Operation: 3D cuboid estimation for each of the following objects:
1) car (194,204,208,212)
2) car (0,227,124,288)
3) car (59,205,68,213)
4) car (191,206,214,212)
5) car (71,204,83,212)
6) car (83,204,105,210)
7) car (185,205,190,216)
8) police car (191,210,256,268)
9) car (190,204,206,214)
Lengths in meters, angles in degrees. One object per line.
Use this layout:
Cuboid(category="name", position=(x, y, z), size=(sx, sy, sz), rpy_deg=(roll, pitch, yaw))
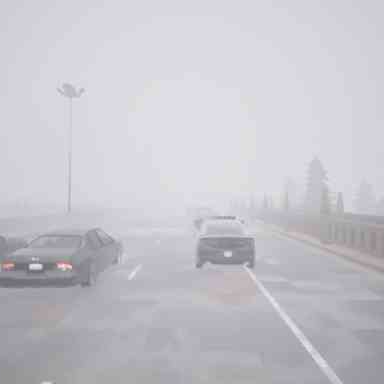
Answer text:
Cuboid(category="car", position=(1.700, 2.894, 61.115), size=(1.812, 1.442, 4.674), rpy_deg=(0, -1, 14))
Cuboid(category="car", position=(-3.398, 1.730, 9.748), size=(2.033, 1.411, 5.357), rpy_deg=(0, -1, 0))
Cuboid(category="car", position=(-20.277, 2.830, 55.934), size=(2.033, 1.411, 5.357), rpy_deg=(0, -1, 7))
Cuboid(category="car", position=(1.054, 1.955, 22.188), size=(1.882, 1.535, 5.008), rpy_deg=(0, -1, 0))
Cuboid(category="car", position=(-17.035, 2.708, 52.792), size=(1.837, 1.490, 4.892), rpy_deg=(0, -1, 5))
Cuboid(category="car", position=(-13.825, 2.626, 48.585), size=(1.812, 1.442, 4.674), rpy_deg=(0, -1, 3))
Cuboid(category="car", position=(0.080, 2.616, 47.482), size=(2.033, 1.411, 5.357), rpy_deg=(0, -1, 5))
Cuboid(category="police car", position=(1.052, 1.669, 12.301), size=(1.930, 1.638, 5.238), rpy_deg=(0, -1, 0))
Cuboid(category="car", position=(1.055, 1.969, 28.159), size=(2.097, 1.767, 4.553), rpy_deg=(0, -1, 0))
